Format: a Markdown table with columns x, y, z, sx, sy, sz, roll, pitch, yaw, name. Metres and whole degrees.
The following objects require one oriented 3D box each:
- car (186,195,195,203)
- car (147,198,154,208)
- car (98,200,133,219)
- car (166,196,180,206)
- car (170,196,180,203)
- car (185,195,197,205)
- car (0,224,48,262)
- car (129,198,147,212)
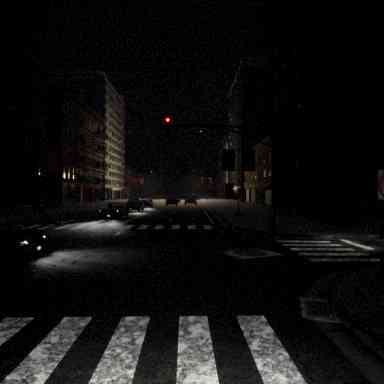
| x | y | z | sx | sy | sz | roll | pitch | yaw | name |
| --- | --- | --- | --- | --- | --- | --- | --- | --- | --- |
| -0.273 | 1.464 | 68.332 | 1.882 | 1.535 | 5.008 | 0 | 0 | 0 | car |
| -6.787 | 1.594 | 48.778 | 1.895 | 1.301 | 4.718 | 0 | 0 | 0 | car |
| -6.715 | 1.600 | 28.951 | 1.895 | 1.301 | 4.718 | 0 | 0 | 0 | car |
| -3.374 | 1.468 | 56.354 | 1.882 | 1.535 | 5.008 | 0 | 0 | 0 | car |
| -3.445 | 1.587 | 69.884 | 1.895 | 1.301 | 4.718 | 0 | 0 | 0 | car |
| -0.233 | 1.342 | 58.300 | 2.097 | 1.767 | 4.553 | 0 | 0 | 0 | car |
| -7.935 | 1.547 | 11.441 | 5.357 | 1.411 | 2.033 | 0 | 0 | -1 | car |
| -6.751 | 1.522 | 38.740 | 1.812 | 1.442 | 4.674 | 0 | 0 | 0 | car |
